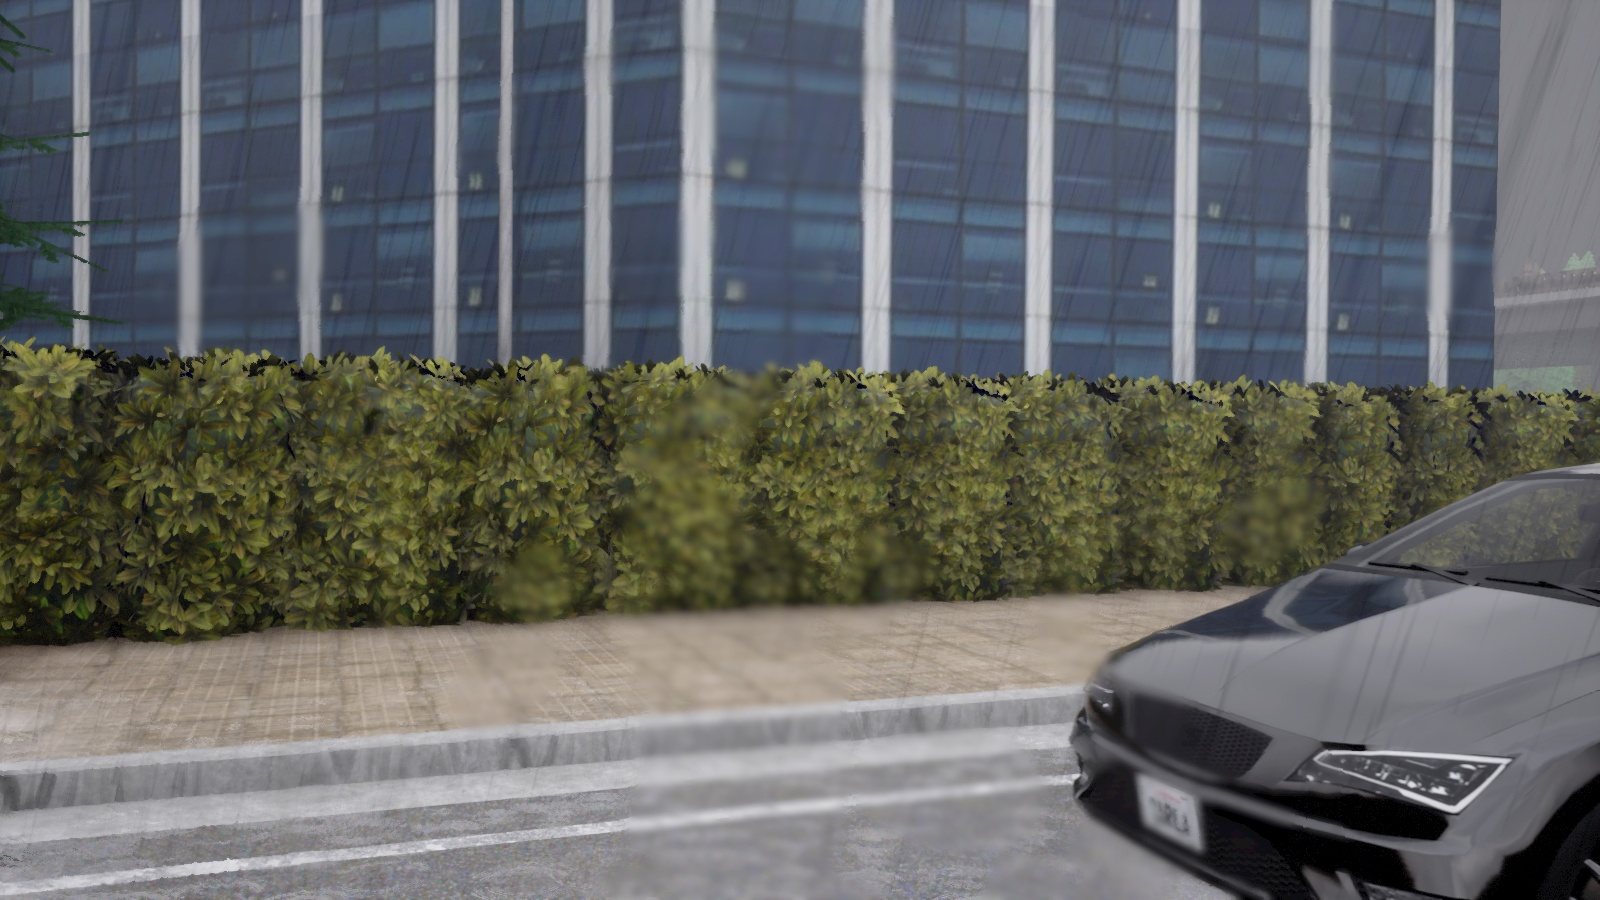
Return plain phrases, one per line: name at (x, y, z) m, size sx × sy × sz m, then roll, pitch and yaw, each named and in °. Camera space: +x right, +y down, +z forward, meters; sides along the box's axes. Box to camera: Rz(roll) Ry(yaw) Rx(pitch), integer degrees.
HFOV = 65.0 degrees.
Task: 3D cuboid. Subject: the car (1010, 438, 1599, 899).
car at (3.041, 0.707, 4.394) m, size 4.193 × 1.474 × 1.816 m, roll -1°, pitch 1°, yaw -21°
